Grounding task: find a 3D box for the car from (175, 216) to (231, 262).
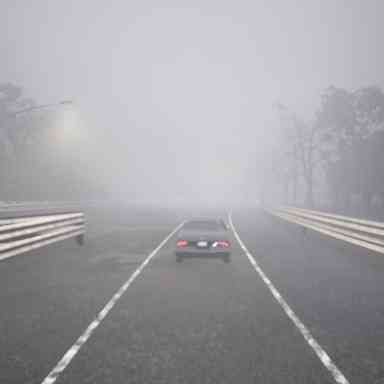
[{"bbox_3d":[0.436,1.589,12.304,2.033,1.411,5.357,0,0,3],"label":"car"}]
